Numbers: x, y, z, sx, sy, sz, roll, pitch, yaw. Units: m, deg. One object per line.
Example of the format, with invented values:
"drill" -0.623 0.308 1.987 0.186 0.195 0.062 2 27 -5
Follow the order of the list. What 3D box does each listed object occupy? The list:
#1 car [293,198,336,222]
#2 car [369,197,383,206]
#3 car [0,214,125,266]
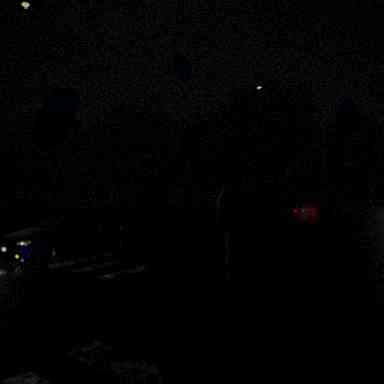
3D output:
"car" 9.141 1.374 24.546 2.033 1.411 5.357 0 0 36
"car" 28.317 1.479 50.495 1.895 1.301 4.718 0 0 36
"car" -4.306 1.471 11.314 1.994 1.385 4.181 0 1 36
